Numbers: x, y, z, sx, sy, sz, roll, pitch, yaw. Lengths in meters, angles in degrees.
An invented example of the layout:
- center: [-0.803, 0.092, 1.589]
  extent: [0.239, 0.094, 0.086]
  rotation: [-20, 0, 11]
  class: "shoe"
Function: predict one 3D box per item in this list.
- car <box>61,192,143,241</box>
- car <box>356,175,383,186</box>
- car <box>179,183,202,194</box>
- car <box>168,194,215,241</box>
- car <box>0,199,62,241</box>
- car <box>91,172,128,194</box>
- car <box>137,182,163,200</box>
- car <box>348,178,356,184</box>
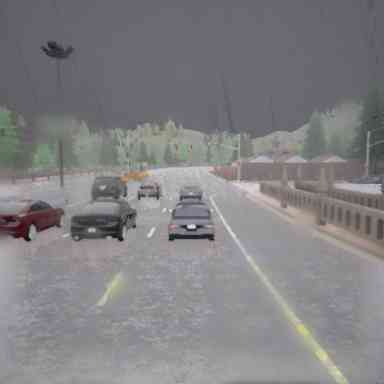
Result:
- center: [-3.528, 1.032, 14.112]
  extent: [1.882, 1.535, 5.008]
  rotation: [0, 4, 0]
  class: "car"
- center: [25.680, -1.444, 44.980]
  extent: [5.357, 1.411, 2.033]
  rotation: [0, 5, 1]
  class: "car"
- center: [-0.112, -0.094, 29.073]
  extent: [1.994, 1.385, 4.181]
  rotation: [0, 5, 0]
  class: "car"
- center: [-0.028, 1.109, 14.137]
  extent: [2.033, 1.411, 5.357]
  rotation: [0, 4, 0]
  class: "car"
- center: [-7.028, 1.033, 14.093]
  extent: [1.882, 1.535, 5.008]
  rotation: [0, 4, 0]
  class: "car"
- center: [-7.112, -0.410, 29.037]
  extent: [2.150, 2.045, 5.566]
  rotation: [0, 5, 0]
  class: "car"
- center: [-3.612, -0.170, 29.047]
  extent: [2.128, 1.511, 4.902]
  rotation: [0, 5, 0]
  class: "car"
- center: [25.769, -1.746, 48.465]
  extent: [5.357, 1.411, 2.033]
  rotation: [0, 5, 1]
  class: "car"
